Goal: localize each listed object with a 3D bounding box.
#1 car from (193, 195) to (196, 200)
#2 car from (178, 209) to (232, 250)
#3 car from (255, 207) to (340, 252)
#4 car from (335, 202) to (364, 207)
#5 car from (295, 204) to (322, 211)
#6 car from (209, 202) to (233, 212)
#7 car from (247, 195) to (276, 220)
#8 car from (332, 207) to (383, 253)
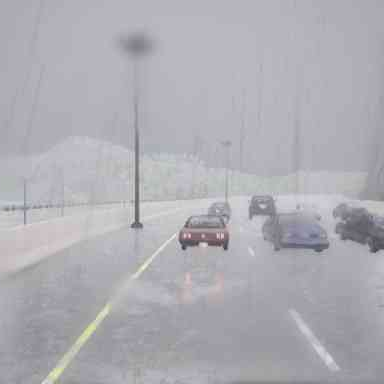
[{"bbox_3d":[1.265,1.445,82.422,1.837,1.490,4.892,0,0,25],"label":"car"},{"bbox_3d":[0.610,1.616,14.225,1.895,1.301,4.718,0,0,5],"label":"car"},{"bbox_3d":[4.095,1.563,13.903,2.033,1.411,5.357,0,0,5],"label":"car"},{"bbox_3d":[12.779,1.533,26.895,1.812,1.442,4.674,0,0,10],"label":"car"},{"bbox_3d":[9.333,1.616,27.506,1.895,1.301,4.718,0,0,10],"label":"car"},{"bbox_3d":[2.425,1.563,28.639,2.033,1.411,5.357,0,0,10],"label":"car"},{"bbox_3d":[5.881,1.258,28.087,2.150,2.045,5.566,0,0,10],"label":"car"},{"bbox_3d":[7.583,1.563,13.612,2.033,1.411,5.357,0,0,5],"label":"car"}]
